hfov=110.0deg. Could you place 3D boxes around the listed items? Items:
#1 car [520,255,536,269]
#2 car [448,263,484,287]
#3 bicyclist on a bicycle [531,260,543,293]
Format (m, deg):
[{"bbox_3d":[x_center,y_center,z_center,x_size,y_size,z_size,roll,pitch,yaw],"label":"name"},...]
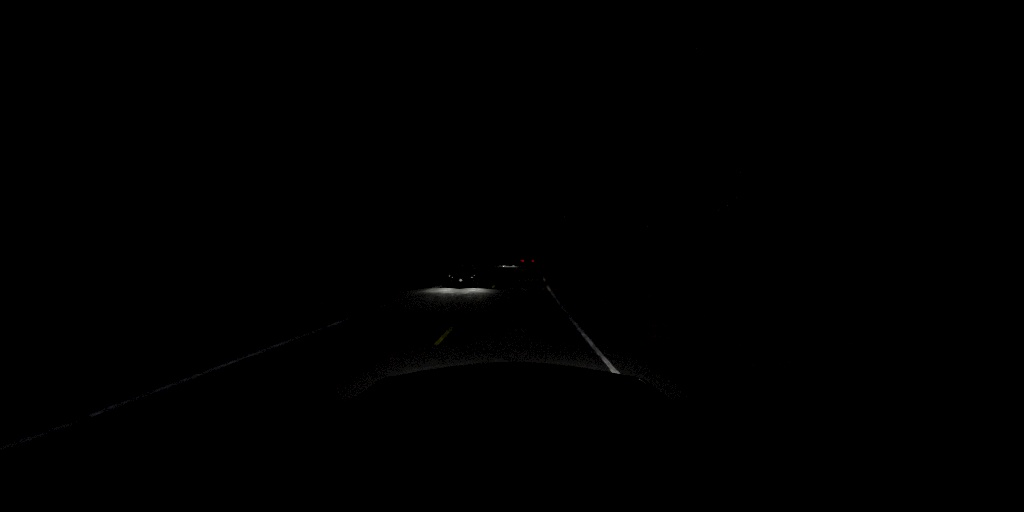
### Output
[{"bbox_3d":[2.450,0.853,53.907,2.150,2.045,5.566,0,0,4],"label":"car"},{"bbox_3d":[-2.985,1.208,24.140,1.837,1.490,4.892,0,0,3],"label":"car"},{"bbox_3d":[1.325,1.178,18.535,0.582,1.620,1.656,0,0,2],"label":"bicyclist on a bicycle"}]
